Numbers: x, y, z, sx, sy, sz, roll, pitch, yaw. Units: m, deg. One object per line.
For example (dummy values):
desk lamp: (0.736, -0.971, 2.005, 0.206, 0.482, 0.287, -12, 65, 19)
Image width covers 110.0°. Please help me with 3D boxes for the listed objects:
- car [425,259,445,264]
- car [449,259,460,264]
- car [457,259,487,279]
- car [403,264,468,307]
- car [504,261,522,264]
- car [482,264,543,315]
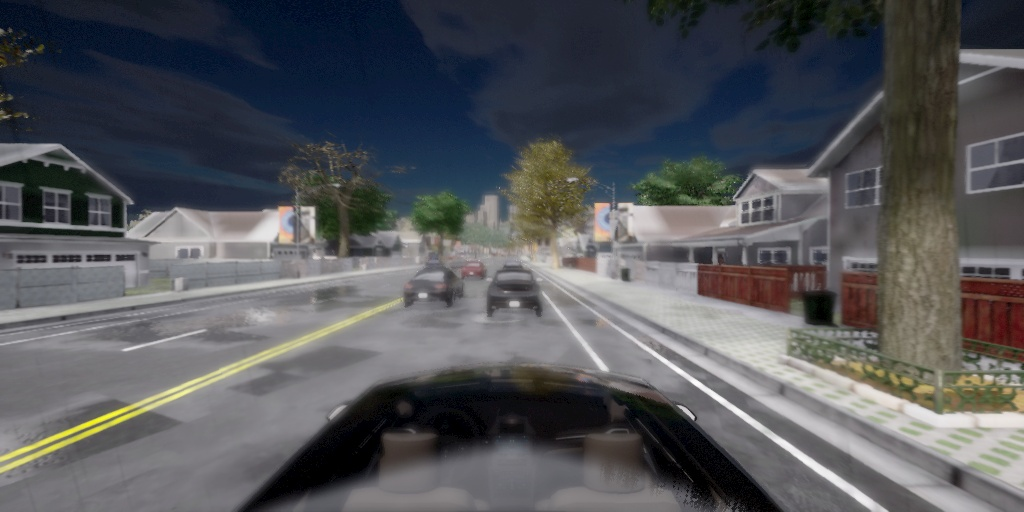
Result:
car: (-9.825, 1.131, 45.807, 2.033, 1.411, 5.357, 0, 0, 0)
car: (-6.577, 1.093, 44.722, 1.837, 1.490, 4.892, 0, 0, 0)
car: (-3.154, 1.168, 30.320, 1.812, 1.442, 4.674, 0, 0, 0)
car: (-3.157, 1.225, 15.034, 1.812, 1.442, 4.674, 0, 0, 0)
car: (0.093, 1.138, 29.233, 2.128, 1.511, 4.902, 0, 0, 0)
car: (0.087, 1.210, 13.260, 1.837, 1.490, 4.892, 0, 0, 0)
